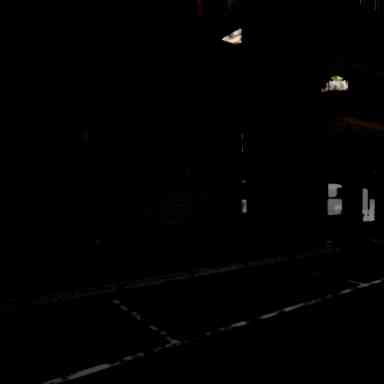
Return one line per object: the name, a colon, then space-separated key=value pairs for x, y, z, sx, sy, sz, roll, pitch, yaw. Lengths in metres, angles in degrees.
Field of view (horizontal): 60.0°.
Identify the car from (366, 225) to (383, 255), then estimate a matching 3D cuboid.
car: x=8.201 y=1.636 z=12.410 sx=4.206 sy=1.307 sz=1.802 roll=0 pitch=0 yaw=-35
